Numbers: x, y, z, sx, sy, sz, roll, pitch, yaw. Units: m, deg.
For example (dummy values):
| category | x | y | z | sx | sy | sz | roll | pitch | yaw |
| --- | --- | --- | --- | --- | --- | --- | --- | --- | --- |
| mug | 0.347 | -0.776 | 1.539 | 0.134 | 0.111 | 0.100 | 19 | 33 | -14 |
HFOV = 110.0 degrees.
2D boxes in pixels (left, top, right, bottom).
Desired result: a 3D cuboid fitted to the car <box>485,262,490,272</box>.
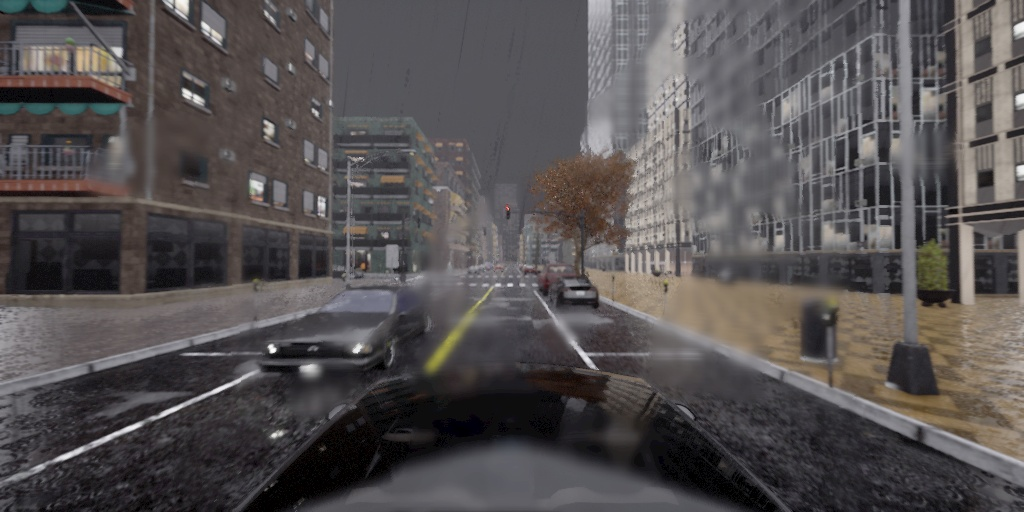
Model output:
| category | x | y | z | sx | sy | sz | roll | pitch | yaw |
| --- | --- | --- | --- | --- | --- | --- | --- | --- | --- |
| car | -5.688 | 2.277 | 65.141 | 2.007 | 1.370 | 4.403 | 0 | 0 | 0 |

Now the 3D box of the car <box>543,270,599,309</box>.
| category | x | y | z | sx | sy | sz | roll | pitch | yaw |
| --- | --- | --- | --- | --- | --- | --- | --- | --- | --- |
| car | 2.692 | 1.532 | 16.170 | 1.948 | 1.339 | 4.313 | 0 | 0 | 0 |

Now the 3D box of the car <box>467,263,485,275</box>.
| category | x | y | z | sx | sy | sz | roll | pitch | yaw |
| --- | --- | --- | --- | --- | --- | --- | --- | --- | --- |
| car | -5.688 | 2.100 | 54.076 | 2.007 | 1.370 | 4.403 | 0 | 0 | 0 |

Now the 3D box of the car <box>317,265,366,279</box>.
| category | x | y | z | sx | sy | sz | roll | pitch | yaw |
| --- | --- | --- | --- | --- | --- | --- | --- | --- | --- |
| car | -16.434 | 1.587 | 34.666 | 4.403 | 1.370 | 2.007 | 0 | 0 | -1 |

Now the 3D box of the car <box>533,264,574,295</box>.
| category | x | y | z | sx | sy | sz | roll | pitch | yaw |
| --- | --- | --- | --- | --- | --- | --- | --- | --- | --- |
| car | 2.692 | 1.364 | 21.692 | 2.192 | 1.841 | 5.009 | 0 | 0 | 0 |

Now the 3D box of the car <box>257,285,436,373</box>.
| category | x | y | z | sx | sy | sz | roll | pitch | yaw |
| --- | --- | --- | --- | --- | --- | --- | --- | --- | --- |
| car | -3.099 | 1.394 | 8.175 | 2.033 | 1.411 | 5.357 | 0 | -1 | 0 |

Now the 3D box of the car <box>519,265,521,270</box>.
| category | x | y | z | sx | sy | sz | roll | pitch | yaw |
| --- | --- | --- | --- | --- | --- | --- | --- | --- | --- |
| car | 2.693 | 2.251 | 65.310 | 1.751 | 1.417 | 4.829 | 0 | 0 | 0 |

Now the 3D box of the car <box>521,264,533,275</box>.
| category | x | y | z | sx | sy | sz | roll | pitch | yaw |
| --- | --- | --- | --- | --- | --- | --- | --- | --- | --- |
| car | 2.693 | 2.094 | 54.076 | 1.888 | 1.381 | 4.507 | 0 | 0 | 0 |
